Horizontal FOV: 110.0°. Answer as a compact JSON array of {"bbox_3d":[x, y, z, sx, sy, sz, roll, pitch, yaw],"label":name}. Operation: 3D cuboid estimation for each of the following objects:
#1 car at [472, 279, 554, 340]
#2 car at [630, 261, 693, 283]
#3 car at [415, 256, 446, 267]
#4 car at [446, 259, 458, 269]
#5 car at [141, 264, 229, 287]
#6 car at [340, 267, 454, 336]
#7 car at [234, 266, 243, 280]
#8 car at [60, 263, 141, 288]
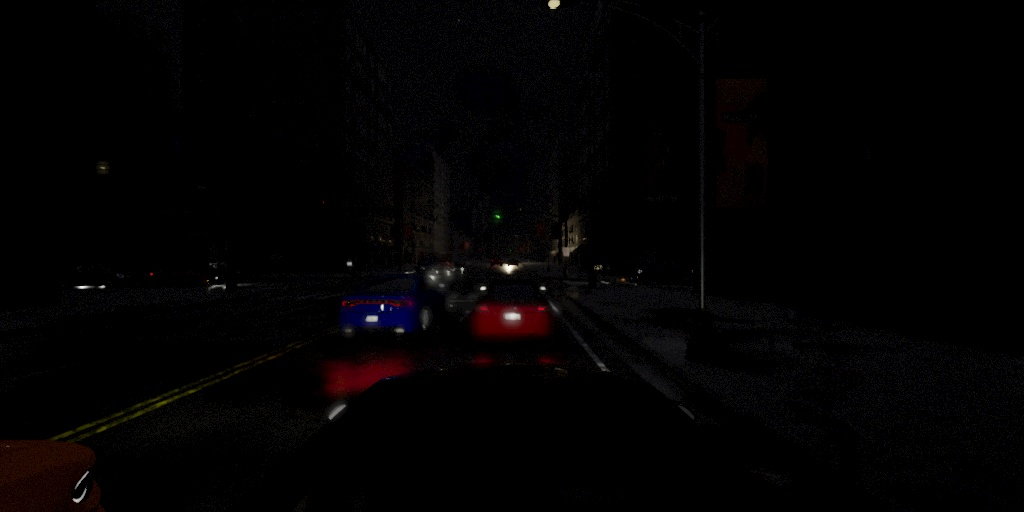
[{"bbox_3d":[0.033,1.329,10.024,1.994,1.385,4.181,0,0,0],"label":"car"},{"bbox_3d":[11.626,1.185,28.004,4.553,1.767,2.097,0,0,2],"label":"car"},{"bbox_3d":[-9.720,1.040,42.310,2.150,2.045,5.566,0,0,0],"label":"car"},{"bbox_3d":[-9.692,1.185,52.238,2.097,1.767,4.553,0,0,0],"label":"car"},{"bbox_3d":[-22.528,1.348,24.956,4.181,1.385,1.994,0,0,1],"label":"car"},{"bbox_3d":[-3.123,1.243,10.484,1.882,1.535,5.008,0,0,0],"label":"car"},{"bbox_3d":[-25.289,1.379,30.460,4.313,1.339,1.948,0,0,0],"label":"car"},{"bbox_3d":[-25.355,1.208,22.435,4.097,1.591,1.967,0,0,0],"label":"car"}]
